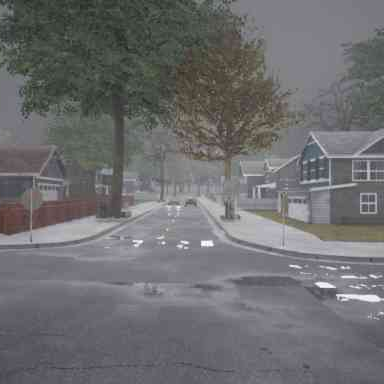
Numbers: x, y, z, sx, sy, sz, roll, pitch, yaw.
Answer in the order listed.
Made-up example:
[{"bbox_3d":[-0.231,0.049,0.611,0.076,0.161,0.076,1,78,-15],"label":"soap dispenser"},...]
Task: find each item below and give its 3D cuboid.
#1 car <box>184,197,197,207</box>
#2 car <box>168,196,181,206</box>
[{"bbox_3d":[-0.223,1.519,51.847,1.837,1.490,4.892,0,0,0],"label":"car"},{"bbox_3d":[-2.993,1.521,56.425,1.837,1.490,4.892,0,0,0],"label":"car"}]
